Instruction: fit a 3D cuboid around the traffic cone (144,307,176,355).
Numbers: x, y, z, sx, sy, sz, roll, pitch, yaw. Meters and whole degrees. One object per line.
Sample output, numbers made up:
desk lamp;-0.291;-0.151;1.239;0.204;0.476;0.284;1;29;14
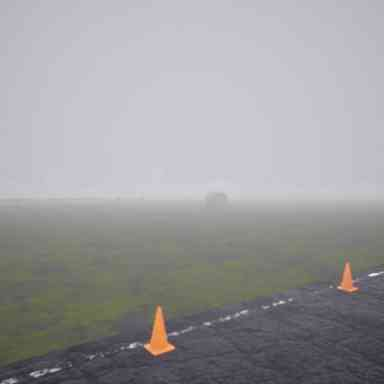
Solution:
traffic cone;-0.467;1.952;4.794;0.340;0.580;0.340;0;0;-35

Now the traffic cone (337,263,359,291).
traffic cone;3.604;1.942;7.697;0.340;0.580;0.340;0;0;-35
